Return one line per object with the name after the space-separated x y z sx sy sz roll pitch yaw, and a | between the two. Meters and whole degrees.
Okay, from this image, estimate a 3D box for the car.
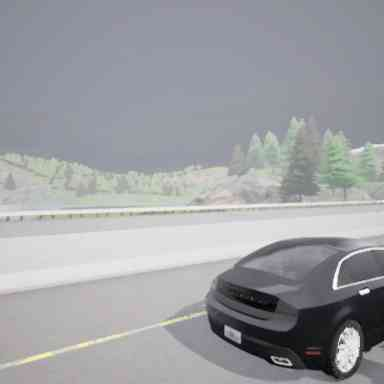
2.473 1.506 5.510 4.892 1.490 1.837 0 0 -35 | car
